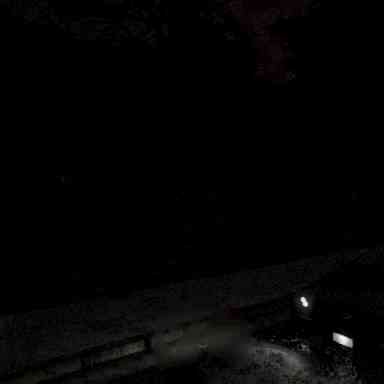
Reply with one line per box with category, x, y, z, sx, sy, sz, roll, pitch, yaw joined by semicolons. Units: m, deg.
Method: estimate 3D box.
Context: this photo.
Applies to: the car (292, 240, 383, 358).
car;4.139;1.547;5.890;5.357;1.411;2.033;0;0;-35
